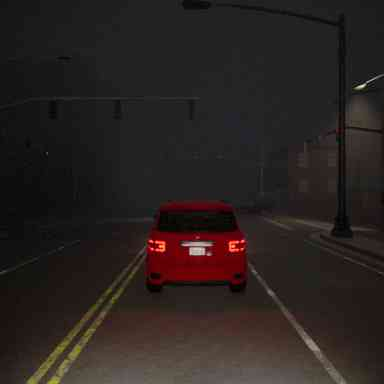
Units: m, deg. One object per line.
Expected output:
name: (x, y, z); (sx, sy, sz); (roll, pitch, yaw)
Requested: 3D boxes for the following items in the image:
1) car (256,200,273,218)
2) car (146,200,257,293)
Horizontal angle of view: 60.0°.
car: (4.545, 1.436, 28.662); (4.902, 1.511, 2.128); (0, 0, -15)
car: (0.095, 1.221, 9.015); (2.150, 2.045, 5.566); (0, 0, 0)
